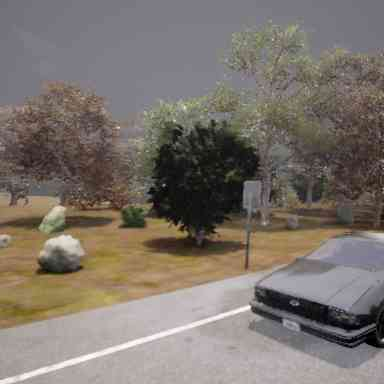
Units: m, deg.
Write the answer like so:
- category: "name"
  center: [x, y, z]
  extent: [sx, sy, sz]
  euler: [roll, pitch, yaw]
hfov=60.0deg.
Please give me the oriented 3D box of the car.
- category: "car"
  center: [3.514, 1.551, 6.534]
  extent: [5.357, 1.411, 2.033]
  euler: [0, 0, -39]
